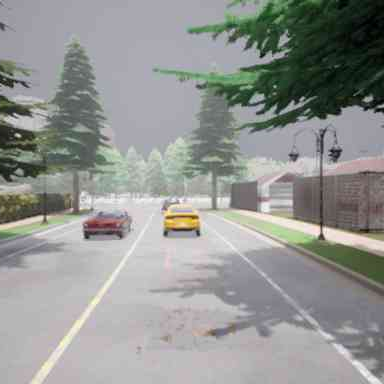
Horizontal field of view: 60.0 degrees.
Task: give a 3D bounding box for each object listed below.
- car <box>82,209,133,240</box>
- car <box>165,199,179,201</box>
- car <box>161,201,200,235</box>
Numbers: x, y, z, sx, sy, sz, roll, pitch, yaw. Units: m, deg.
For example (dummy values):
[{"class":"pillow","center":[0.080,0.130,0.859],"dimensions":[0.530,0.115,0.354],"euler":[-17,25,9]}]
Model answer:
[{"class":"car","center":[-4.229,1.585,17.238],"dimensions":[1.895,1.301,4.718],"euler":[0,0,-4]},{"class":"car","center":[-2.074,1.450,33.597],"dimensions":[2.128,1.511,4.902],"euler":[0,0,-7]},{"class":"car","center":[-0.634,1.455,18.655],"dimensions":[1.882,1.535,5.008],"euler":[0,-1,-4]}]
